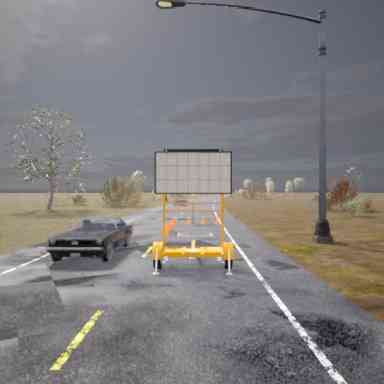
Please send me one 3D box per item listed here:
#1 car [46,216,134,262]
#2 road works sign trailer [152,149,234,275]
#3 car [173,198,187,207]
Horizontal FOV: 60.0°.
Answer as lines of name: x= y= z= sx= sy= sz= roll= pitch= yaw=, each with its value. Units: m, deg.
car: x=-3.504 y=1.599 z=12.255 sx=1.895 sy=1.301 sz=4.718 roll=0 pitch=0 yaw=1
road works sign trailer: x=0.043 y=0.463 z=10.456 sx=2.380 sy=3.560 sz=2.880 roll=0 pitch=0 yaw=1
car: x=-1.874 y=1.588 z=52.632 sx=1.895 sy=1.301 sz=4.718 roll=0 pitch=0 yaw=4
